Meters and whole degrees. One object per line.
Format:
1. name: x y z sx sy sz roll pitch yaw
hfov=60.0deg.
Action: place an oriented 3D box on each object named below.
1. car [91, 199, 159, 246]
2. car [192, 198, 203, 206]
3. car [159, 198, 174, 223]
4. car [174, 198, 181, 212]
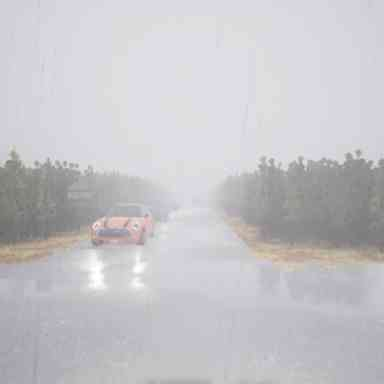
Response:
1. car: -2.950 1.326 14.999 2.097 1.767 4.553 0 0 1
2. car: 1.048 1.801 62.264 2.033 1.411 5.357 0 0 1
3. car: -2.799 1.327 25.220 2.097 1.767 4.553 0 0 1
4. car: -2.615 1.484 36.899 1.994 1.385 4.181 0 -1 1
